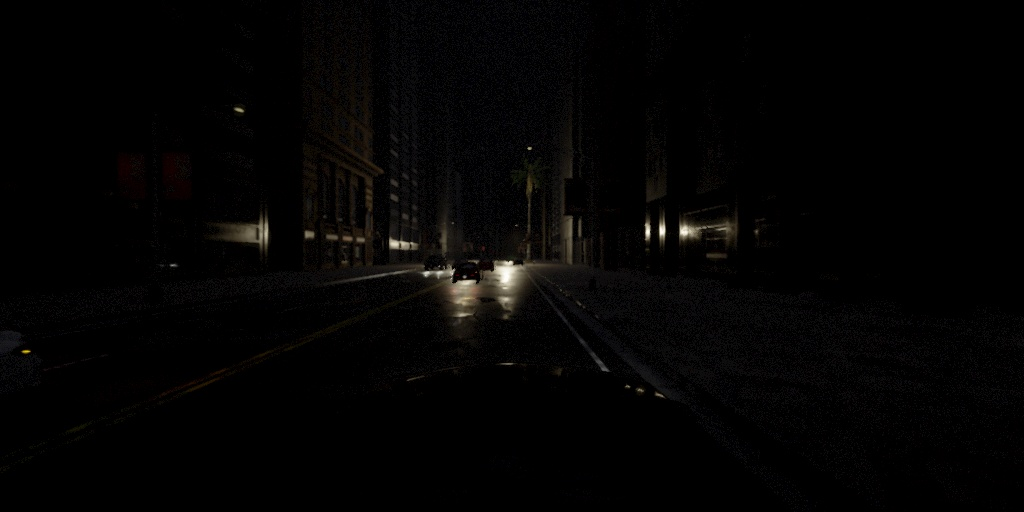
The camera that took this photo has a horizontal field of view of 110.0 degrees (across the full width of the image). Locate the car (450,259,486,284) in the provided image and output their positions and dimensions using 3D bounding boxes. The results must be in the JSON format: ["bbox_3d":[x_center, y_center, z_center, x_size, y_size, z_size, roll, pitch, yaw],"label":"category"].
[{"bbox_3d":[-3.153,1.200,26.253,1.812,1.442,4.674,0,0,0],"label":"car"}]

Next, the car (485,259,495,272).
[{"bbox_3d":[-3.156,1.099,43.992,1.882,1.535,5.008,0,0,0],"label":"car"}]

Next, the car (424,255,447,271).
[{"bbox_3d":[-9.829,0.838,46.561,2.150,2.045,5.566,0,0,0],"label":"car"}]

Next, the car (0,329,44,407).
[{"bbox_3d":[-6.588,1.273,2.362,1.812,1.442,4.674,0,0,0],"label":"car"}]

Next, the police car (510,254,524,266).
[{"bbox_3d":[1.129,0.990,65.264,1.930,1.638,5.238,0,0,0],"label":"police car"}]

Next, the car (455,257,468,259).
[{"bbox_3d":[-6.582,1.140,46.085,1.812,1.442,4.674,0,0,0],"label":"car"}]
